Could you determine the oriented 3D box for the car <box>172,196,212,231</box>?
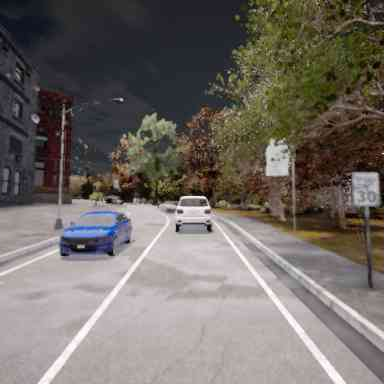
[{"bbox_3d":[0.050,1.270,21.345,2.150,2.045,5.566,0,0,-1],"label":"car"}]

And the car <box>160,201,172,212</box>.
[{"bbox_3d":[-2.504,1.709,39.532,1.895,1.301,4.718,2,-1,-15],"label":"car"}]

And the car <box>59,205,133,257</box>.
[{"bbox_3d":[-3.624,1.507,13.320,1.882,1.535,5.008,0,0,0],"label":"car"}]

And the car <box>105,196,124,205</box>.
[{"bbox_3d":[-12.403,1.338,53.196,2.128,1.511,4.902,4,-1,-31],"label":"car"}]
